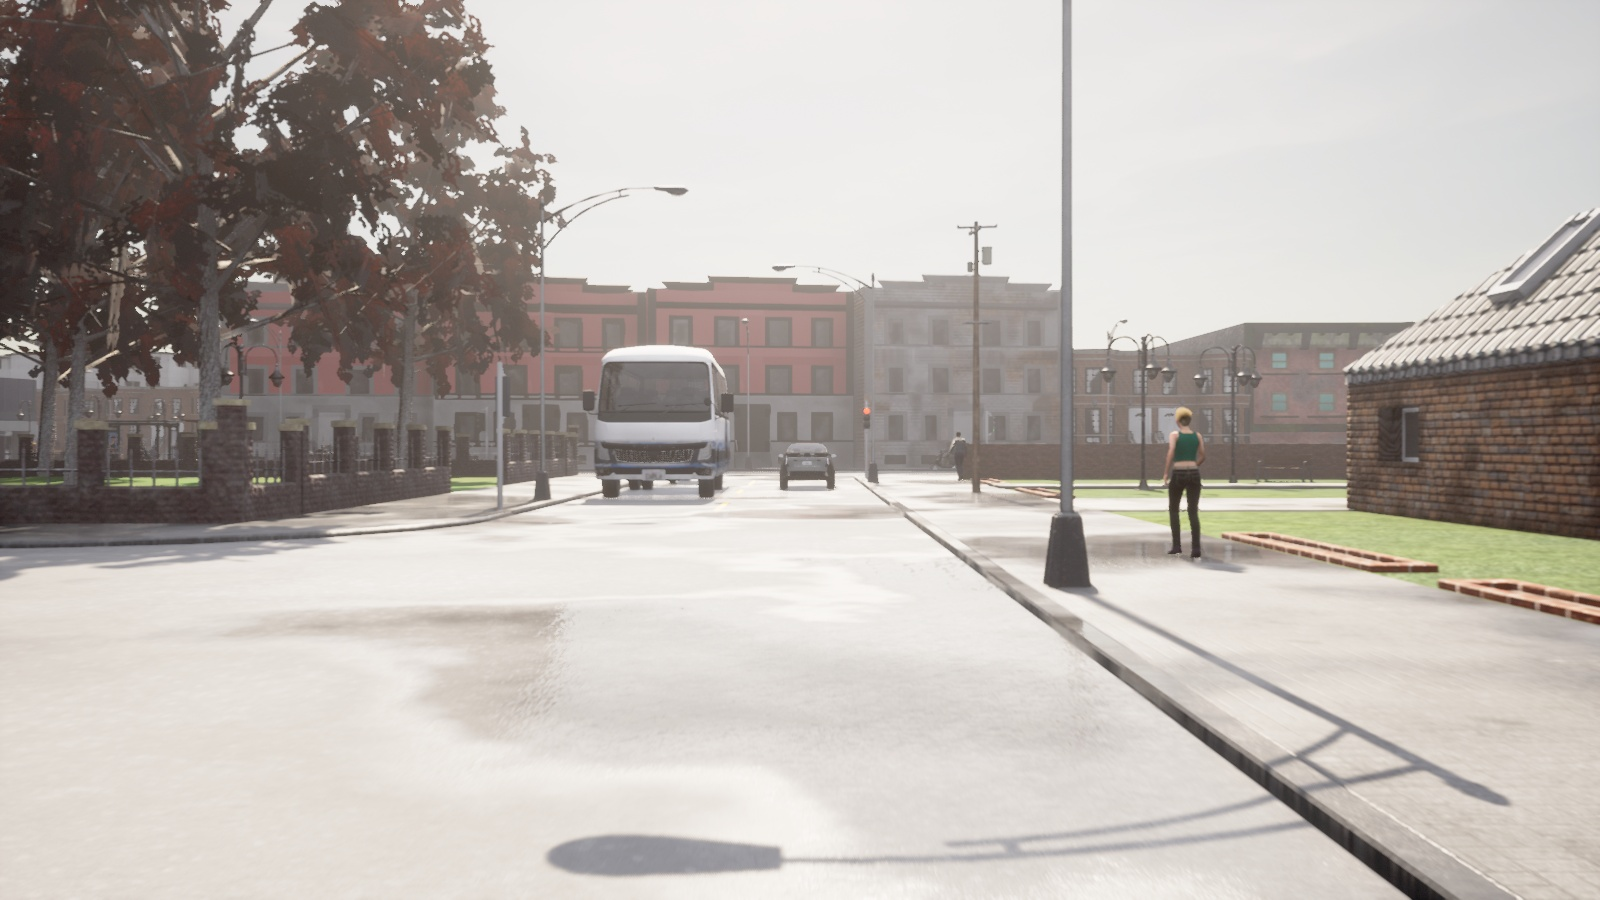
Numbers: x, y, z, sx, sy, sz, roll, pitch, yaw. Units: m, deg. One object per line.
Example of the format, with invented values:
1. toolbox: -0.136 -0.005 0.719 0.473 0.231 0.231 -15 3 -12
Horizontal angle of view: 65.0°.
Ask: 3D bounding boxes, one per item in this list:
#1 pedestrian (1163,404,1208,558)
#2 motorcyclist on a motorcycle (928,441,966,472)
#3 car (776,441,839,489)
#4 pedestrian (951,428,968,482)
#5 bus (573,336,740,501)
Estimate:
1. pedestrian: 4.676 0.368 15.261 0.345 1.836 0.594 0 0 -2
2. motorcyclist on a motorcycle: 7.594 0.354 64.869 1.817 1.590 0.866 0 1 -1
3. car: 0.243 0.465 42.117 2.007 1.525 4.514 0 0 0
4. pedestrian: 5.747 0.185 45.345 0.423 1.949 0.788 0 0 -7
5. bus: -3.929 -0.836 37.476 3.944 4.253 10.273 0 0 -1
